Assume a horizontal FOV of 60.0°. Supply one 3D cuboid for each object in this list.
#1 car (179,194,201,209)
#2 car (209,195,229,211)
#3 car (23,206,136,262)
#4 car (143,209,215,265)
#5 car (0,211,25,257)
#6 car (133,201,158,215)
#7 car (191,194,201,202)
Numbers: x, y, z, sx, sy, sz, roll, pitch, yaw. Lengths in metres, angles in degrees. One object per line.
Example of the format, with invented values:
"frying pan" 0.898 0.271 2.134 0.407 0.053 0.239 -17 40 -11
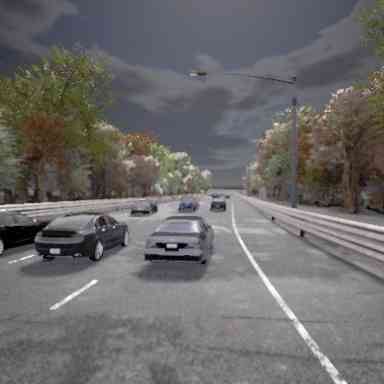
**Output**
"car" -0.306 1.378 40.975 2.097 1.767 4.553 0 0 7
"car" 3.419 1.531 42.647 1.882 1.535 5.008 0 0 7
"car" -3.737 1.494 12.190 1.837 1.490 4.892 0 0 7
"car" -0.260 1.557 11.778 2.033 1.411 5.357 0 0 7
"car" -7.210 1.440 12.623 1.882 1.535 5.008 0 0 7
"car" -4.722 1.556 33.505 1.994 1.385 4.181 0 0 7
"car" 1.023 1.382 81.689 2.097 1.767 4.553 0 0 7
